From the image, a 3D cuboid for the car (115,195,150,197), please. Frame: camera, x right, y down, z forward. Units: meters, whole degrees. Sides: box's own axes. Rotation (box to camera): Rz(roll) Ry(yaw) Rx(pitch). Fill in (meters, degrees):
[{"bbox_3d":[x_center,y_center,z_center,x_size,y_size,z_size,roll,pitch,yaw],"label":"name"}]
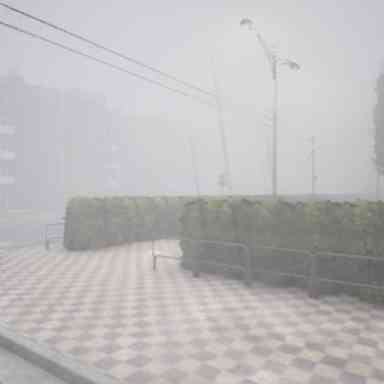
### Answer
[{"bbox_3d":[-3.971,1.245,26.207,2.150,2.045,5.566,0,0,37],"label":"car"}]
